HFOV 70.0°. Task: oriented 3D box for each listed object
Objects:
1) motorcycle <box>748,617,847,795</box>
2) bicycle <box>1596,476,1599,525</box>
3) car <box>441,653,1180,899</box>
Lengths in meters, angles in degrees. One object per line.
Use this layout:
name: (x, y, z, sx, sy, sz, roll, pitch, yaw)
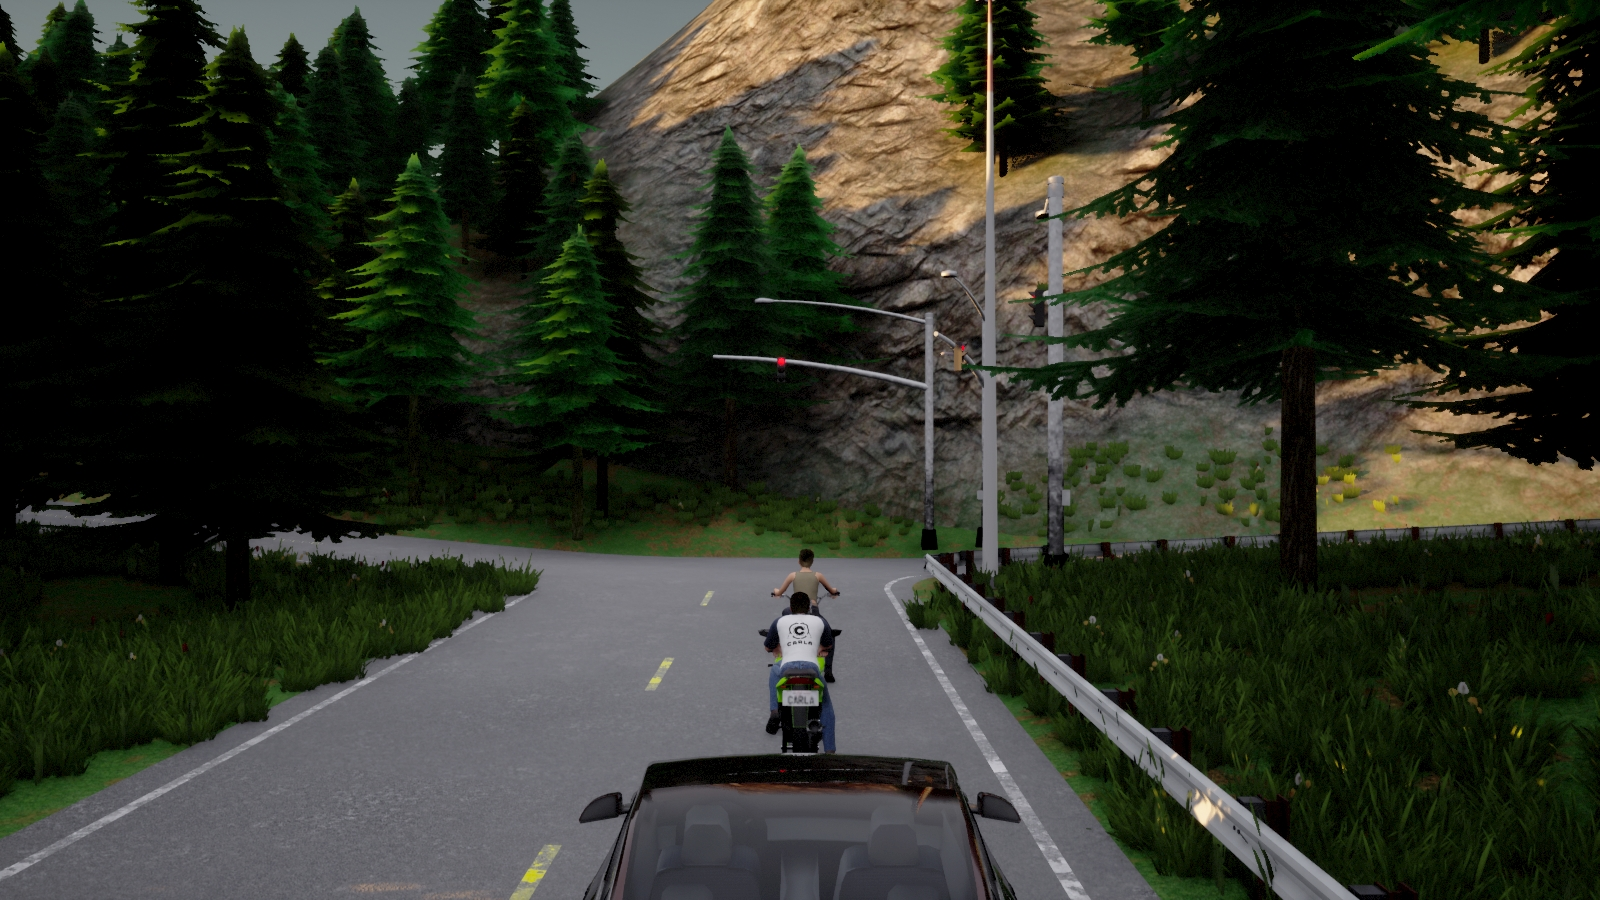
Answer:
motorcycle: (-0.020, 2.213, 10.238, 0.803, 1.145, 2.033, 0, 0, 0)
bicycle: (21.725, 1.355, 29.474, 1.835, 1.471, 0.329, -5, -2, 26)
car: (0.029, 2.063, 5.012, 2.163, 1.488, 4.792, 0, 0, 0)
